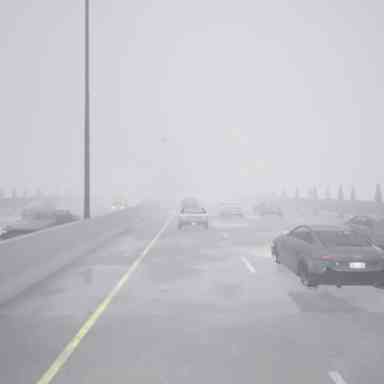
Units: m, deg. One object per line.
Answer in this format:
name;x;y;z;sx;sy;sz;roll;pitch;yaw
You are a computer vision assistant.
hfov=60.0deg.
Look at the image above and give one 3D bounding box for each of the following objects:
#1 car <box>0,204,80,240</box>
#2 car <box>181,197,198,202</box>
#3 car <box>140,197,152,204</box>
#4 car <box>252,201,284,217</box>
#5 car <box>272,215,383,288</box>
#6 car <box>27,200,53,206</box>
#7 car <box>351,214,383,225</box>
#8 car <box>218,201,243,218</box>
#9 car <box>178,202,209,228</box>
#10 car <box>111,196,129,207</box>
car;-7.108;1.548;16.386;2.033;1.411;5.357;0;0;0
car;-0.313;1.354;40.637;2.097;1.767;4.553;0;0;-2
car;-7.947;1.530;57.841;1.812;1.442;4.674;0;0;-1
car;6.951;1.549;30.802;2.033;1.411;5.357;0;0;-1
car;3.598;1.564;9.245;1.994;1.385;4.181;0;0;0
car;-14.253;1.527;31.144;1.812;1.442;4.674;0;0;-1
car;7.098;1.565;13.028;1.994;1.385;4.181;0;0;0
car;3.442;1.527;30.096;1.812;1.442;4.674;0;0;-1
car;0.073;1.602;22.169;1.895;1.301;4.718;0;0;0
car;-11.313;1.355;52.458;2.097;1.767;4.553;0;0;-1
